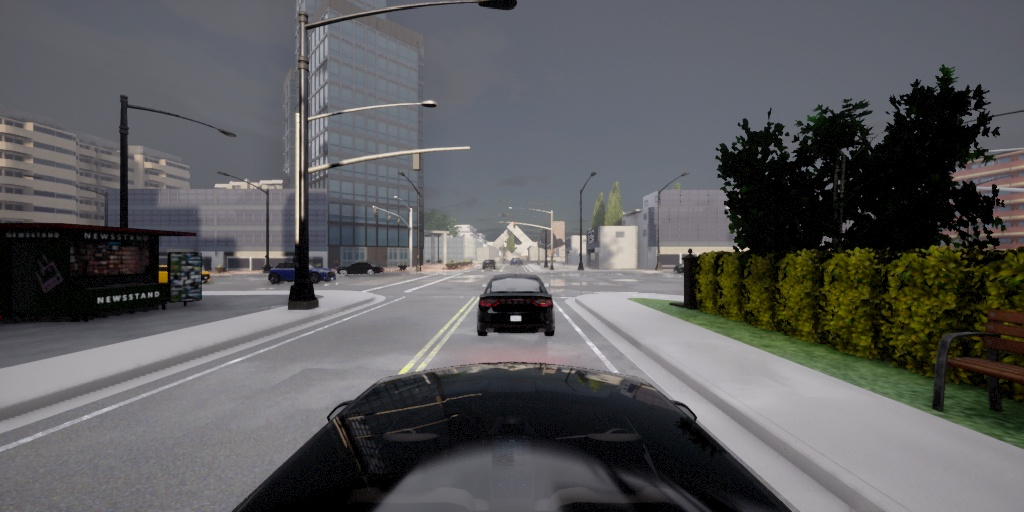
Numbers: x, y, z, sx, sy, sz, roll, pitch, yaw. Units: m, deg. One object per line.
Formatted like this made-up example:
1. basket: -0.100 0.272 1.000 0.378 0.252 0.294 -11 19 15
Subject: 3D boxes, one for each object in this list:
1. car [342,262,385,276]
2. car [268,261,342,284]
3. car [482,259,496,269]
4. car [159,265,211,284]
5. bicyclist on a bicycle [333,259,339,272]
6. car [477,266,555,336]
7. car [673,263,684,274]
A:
1. car: -16.322 1.366 38.690 4.892 1.490 1.837 -1 0 0
2. car: -16.286 1.209 27.994 4.553 1.767 2.097 -1 0 0
3. car: -3.380 1.227 54.173 1.882 1.535 5.008 0 0 0
4. car: -26.398 1.454 27.957 5.008 1.535 1.882 -1 0 0
5. bicyclist on a bicycle: -21.823 1.216 44.450 0.582 1.620 1.656 -1 0 0
6. car: 0.109 1.228 10.391 1.882 1.535 5.008 0 0 1
7. car: 19.988 1.057 38.837 4.553 1.767 2.097 0 0 0
